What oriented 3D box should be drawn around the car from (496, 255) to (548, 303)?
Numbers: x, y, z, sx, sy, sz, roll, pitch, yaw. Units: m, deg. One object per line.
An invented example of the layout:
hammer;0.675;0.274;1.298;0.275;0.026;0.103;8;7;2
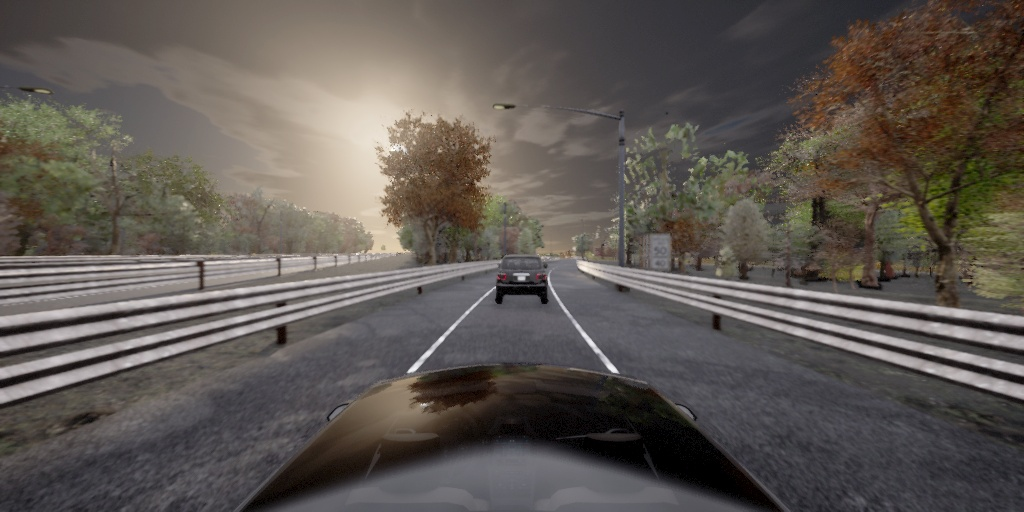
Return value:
car;0.492;0.956;16.616;2.150;2.045;5.566;0;0;3
